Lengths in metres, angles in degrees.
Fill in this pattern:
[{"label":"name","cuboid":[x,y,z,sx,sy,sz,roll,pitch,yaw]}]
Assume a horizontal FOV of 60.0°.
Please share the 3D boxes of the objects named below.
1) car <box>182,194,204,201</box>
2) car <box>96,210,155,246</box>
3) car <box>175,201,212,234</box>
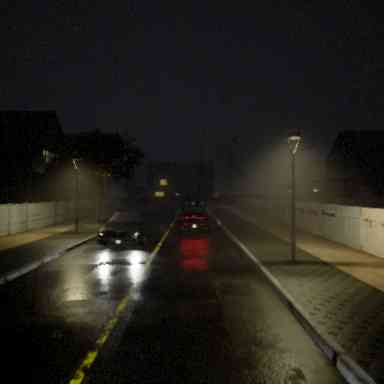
[{"label":"car","cuboid":[0.104,1.228,35.513,2.150,2.045,5.566,0,0,0]},{"label":"car","cuboid":[-2.847,1.536,15.484,2.033,1.411,5.357,0,0,0]},{"label":"car","cuboid":[0.108,1.492,19.155,1.837,1.490,4.892,0,-1,0]}]
